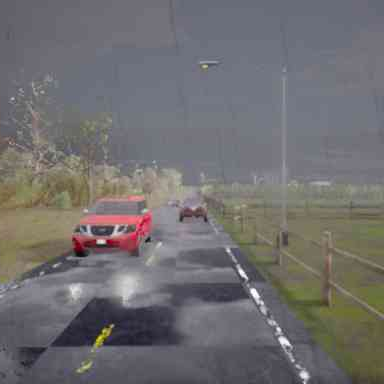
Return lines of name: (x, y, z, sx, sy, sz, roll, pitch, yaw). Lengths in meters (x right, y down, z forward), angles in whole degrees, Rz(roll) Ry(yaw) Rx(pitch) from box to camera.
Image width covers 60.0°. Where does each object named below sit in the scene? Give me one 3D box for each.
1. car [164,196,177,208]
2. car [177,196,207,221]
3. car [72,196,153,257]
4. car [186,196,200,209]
car: (-2.769, 1.353, 45.148, 2.128, 1.511, 4.902, 0, 0, 1)
car: (0.110, 1.279, 26.622, 2.097, 1.767, 4.553, 0, 0, 0)
car: (-2.835, 1.192, 13.112, 2.150, 2.045, 5.566, 0, 0, 0)
car: (0.117, 1.369, 44.467, 1.837, 1.490, 4.892, 0, 0, 0)
